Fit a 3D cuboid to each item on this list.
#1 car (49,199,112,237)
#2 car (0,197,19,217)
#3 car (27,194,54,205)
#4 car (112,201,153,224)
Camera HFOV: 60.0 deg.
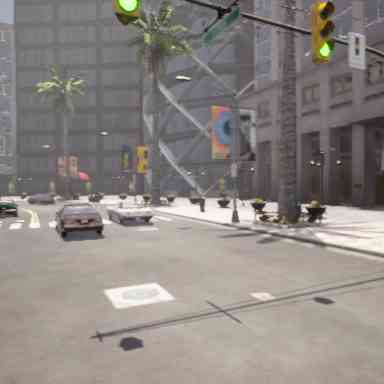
[{"bbox_3d":[-5.731,1.279,16.605,2.033,1.411,5.357,-1,1,-26],"label":"car"},{"bbox_3d":[-14.681,1.227,26.083,1.895,1.301,4.718,-1,1,-29],"label":"car"},{"bbox_3d":[-19.493,0.919,42.755,4.181,1.385,1.994,0,1,39],"label":"car"},{"bbox_3d":[-4.110,1.233,21.293,1.895,1.301,4.718,-1,1,-26],"label":"car"}]
